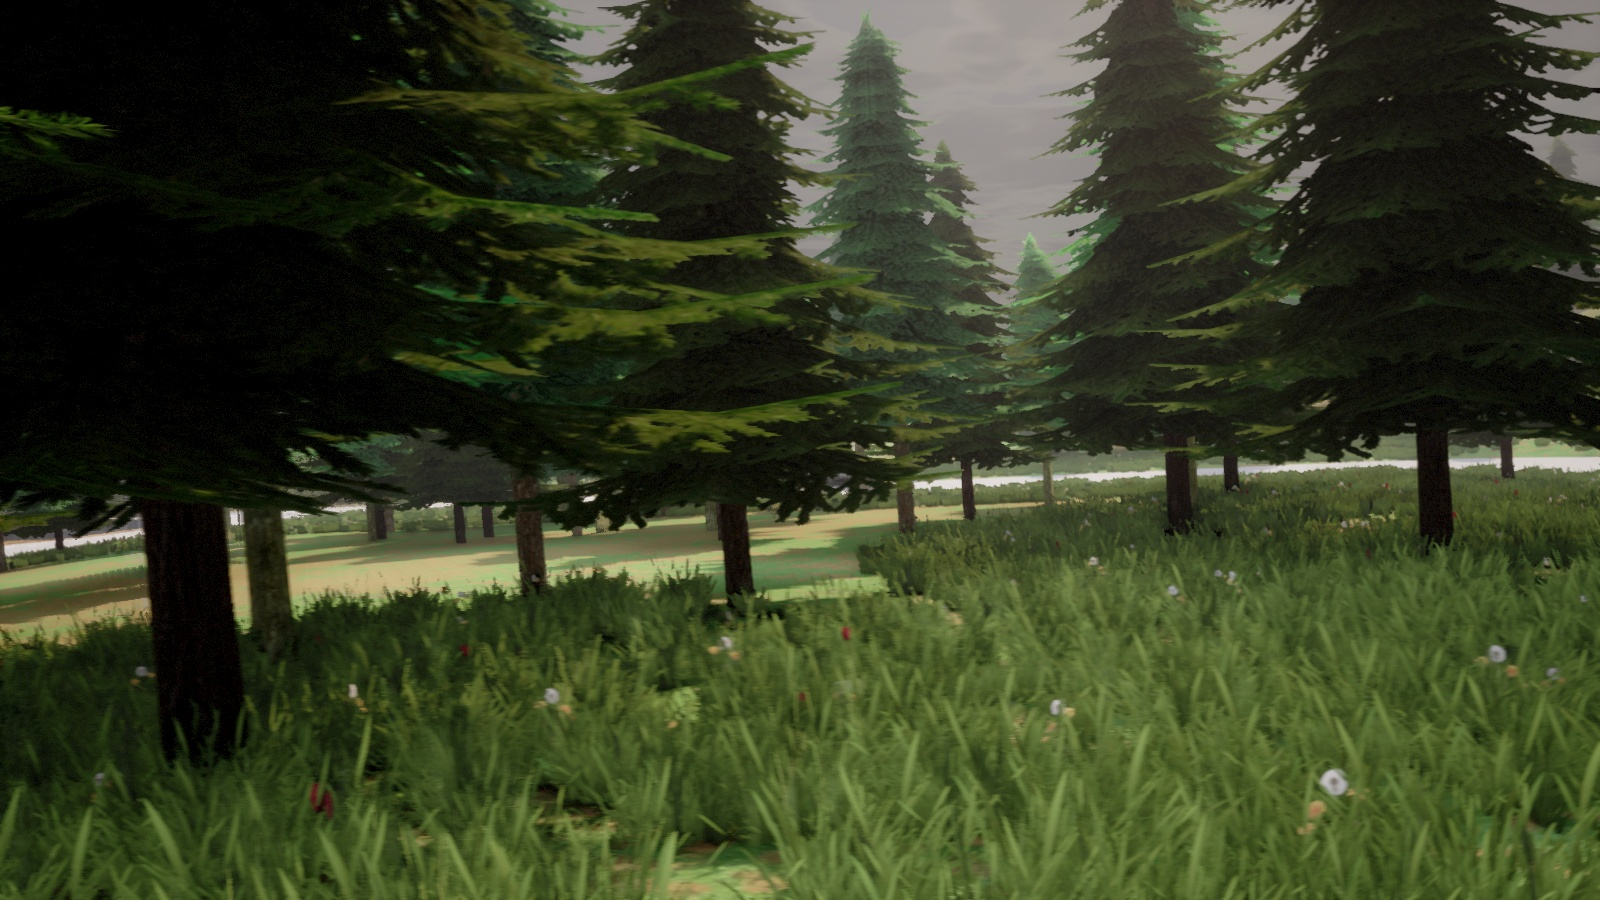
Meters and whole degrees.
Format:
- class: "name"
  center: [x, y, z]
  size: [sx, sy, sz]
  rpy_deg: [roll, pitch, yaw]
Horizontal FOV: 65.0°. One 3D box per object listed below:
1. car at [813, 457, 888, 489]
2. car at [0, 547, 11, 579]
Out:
- class: "car"
  center: [2.953, 1.347, 73.653]
  size: [3.806, 1.475, 1.970]
  rpy_deg: [-5, 3, 24]
- class: "car"
  center: [-43.658, 6.164, 65.281]
  size: [1.851, 1.617, 3.988]
  rpy_deg: [-5, 3, 24]
